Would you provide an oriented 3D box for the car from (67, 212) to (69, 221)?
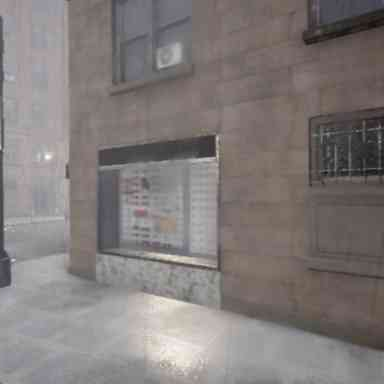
[{"bbox_3d":[-5.514,1.112,22.198,2.150,2.045,5.566,-1,0,36],"label":"car"}]
